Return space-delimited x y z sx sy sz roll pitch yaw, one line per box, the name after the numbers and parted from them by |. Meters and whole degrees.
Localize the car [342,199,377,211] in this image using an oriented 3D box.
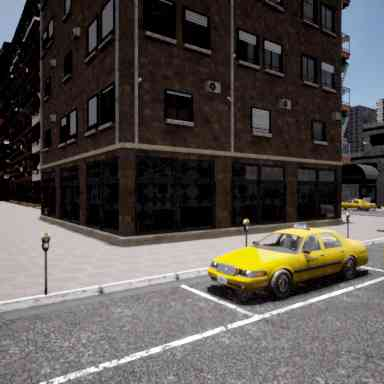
19.270 1.468 39.636 1.752 1.417 4.829 0 0 -35 | car

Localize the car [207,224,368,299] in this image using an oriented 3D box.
2.594 1.525 8.416 4.829 1.417 1.752 0 0 -36 | car
